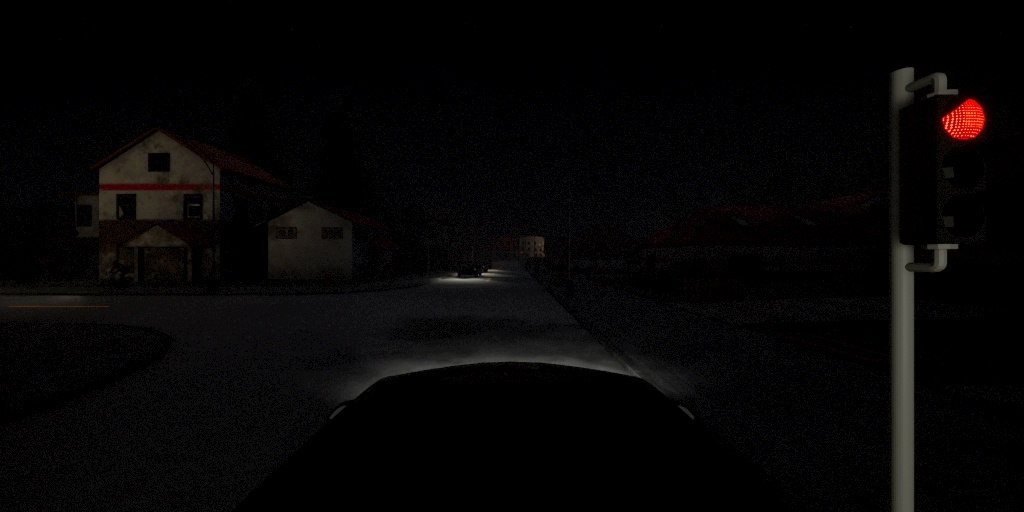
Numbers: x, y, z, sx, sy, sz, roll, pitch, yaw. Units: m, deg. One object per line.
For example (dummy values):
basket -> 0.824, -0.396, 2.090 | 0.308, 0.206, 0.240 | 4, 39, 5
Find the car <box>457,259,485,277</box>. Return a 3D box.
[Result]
car -> -4.115, 1.227, 35.314 | 1.882, 1.535, 5.008 | 0, 0, 2

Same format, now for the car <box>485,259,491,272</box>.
car -> -4.094, 1.227, 44.968 | 1.882, 1.535, 5.008 | 0, 0, 0

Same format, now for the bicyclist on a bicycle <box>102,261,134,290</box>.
bicyclist on a bicycle -> -22.540, 1.099, 20.531 | 0.582, 1.620, 1.656 | 0, 0, 0
